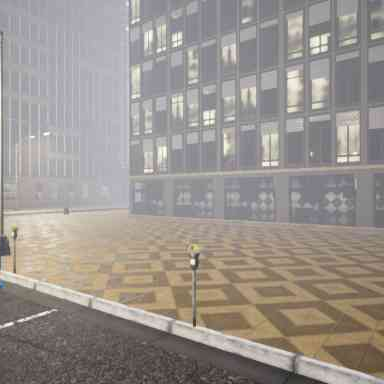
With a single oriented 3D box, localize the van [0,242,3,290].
[{"bbox_3d":[-5.649,1.337,7.020,3.998,1.788,1.690,0,0,36],"label":"van"}]
